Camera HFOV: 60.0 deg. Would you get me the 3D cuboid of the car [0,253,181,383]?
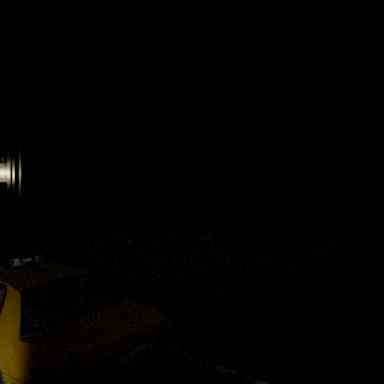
[{"bbox_3d":[-2.389,1.526,4.537,4.829,1.417,1.752,0,0,37],"label":"car"}]
